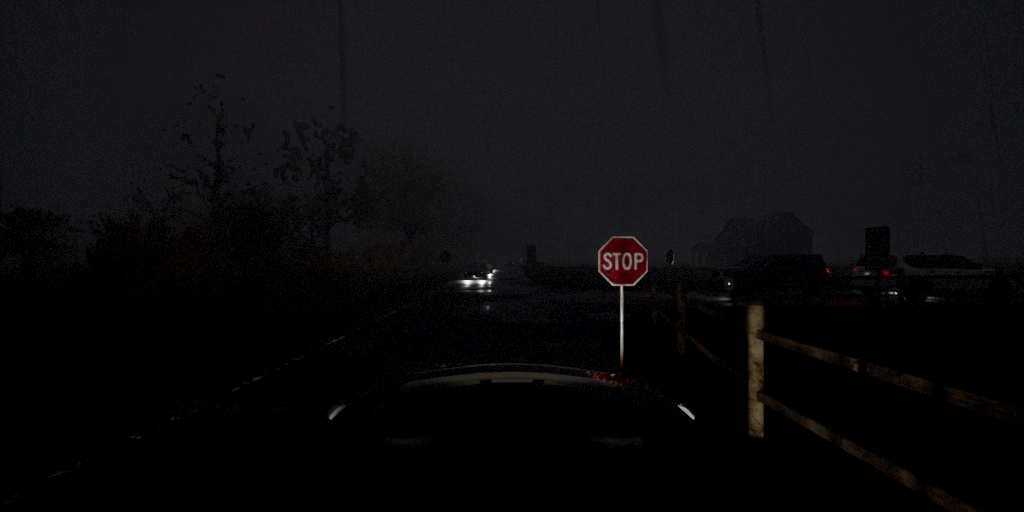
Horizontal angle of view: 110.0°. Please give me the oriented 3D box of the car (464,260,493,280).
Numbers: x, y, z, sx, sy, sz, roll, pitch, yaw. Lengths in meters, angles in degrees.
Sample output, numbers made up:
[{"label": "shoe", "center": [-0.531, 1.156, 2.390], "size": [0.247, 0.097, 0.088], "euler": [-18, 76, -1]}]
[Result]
[{"label": "car", "center": [-3.117, 1.284, 31.963], "size": [2.033, 1.411, 5.357], "euler": [0, 0, 0]}]

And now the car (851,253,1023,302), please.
[{"label": "car", "center": [18.206, 0.874, 15.687], "size": [5.566, 2.045, 2.150], "euler": [0, 0, 0]}]

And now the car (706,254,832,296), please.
[{"label": "car", "center": [13.100, 0.919, 18.440], "size": [5.566, 2.045, 2.150], "euler": [0, 0, -1]}]

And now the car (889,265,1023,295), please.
[{"label": "car", "center": [23.349, 1.201, 18.691], "size": [5.357, 1.411, 2.033], "euler": [0, 0, -2]}]

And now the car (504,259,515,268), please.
[{"label": "car", "center": [-0.436, 1.236, 61.171], "size": [2.033, 1.411, 5.357], "euler": [0, 0, -1]}]

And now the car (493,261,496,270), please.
[{"label": "car", "center": [-3.204, 1.248, 42.465], "size": [1.812, 1.442, 4.674], "euler": [0, 0, -1]}]
